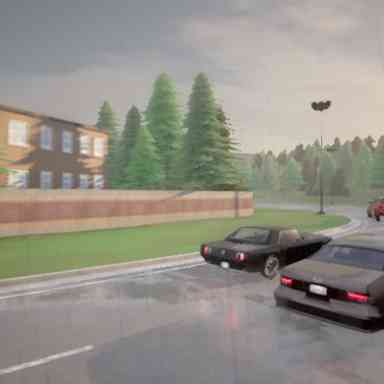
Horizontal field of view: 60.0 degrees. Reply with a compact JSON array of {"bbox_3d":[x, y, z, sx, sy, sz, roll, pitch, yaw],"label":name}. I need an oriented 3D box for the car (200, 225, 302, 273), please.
[{"bbox_3d":[2.571,1.693,10.433,4.718,1.301,1.895,0,-1,-41],"label":"car"}]

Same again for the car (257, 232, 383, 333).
[{"bbox_3d":[3.896,1.606,6.913,5.357,1.411,2.033,0,-1,-41],"label":"car"}]

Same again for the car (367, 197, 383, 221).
[{"bbox_3d":[17.405,1.467,30.007,2.150,2.045,5.566,0,0,18],"label":"car"}]
